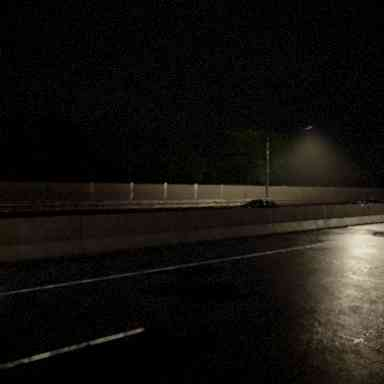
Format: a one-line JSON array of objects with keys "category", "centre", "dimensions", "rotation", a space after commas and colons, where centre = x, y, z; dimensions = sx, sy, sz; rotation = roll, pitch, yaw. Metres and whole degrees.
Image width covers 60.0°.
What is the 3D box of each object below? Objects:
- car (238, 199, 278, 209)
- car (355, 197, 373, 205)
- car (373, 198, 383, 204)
[{"category": "car", "centre": [6.938, 1.541, 34.780], "dimensions": [4.892, 1.490, 1.837], "rotation": [1, 0, -35]}, {"category": "car", "centre": [28.867, 1.598, 54.950], "dimensions": [4.902, 1.511, 2.128], "rotation": [0, 0, -35]}, {"category": "car", "centre": [30.928, 1.610, 52.131], "dimensions": [4.892, 1.490, 1.837], "rotation": [0, 0, -35]}]
